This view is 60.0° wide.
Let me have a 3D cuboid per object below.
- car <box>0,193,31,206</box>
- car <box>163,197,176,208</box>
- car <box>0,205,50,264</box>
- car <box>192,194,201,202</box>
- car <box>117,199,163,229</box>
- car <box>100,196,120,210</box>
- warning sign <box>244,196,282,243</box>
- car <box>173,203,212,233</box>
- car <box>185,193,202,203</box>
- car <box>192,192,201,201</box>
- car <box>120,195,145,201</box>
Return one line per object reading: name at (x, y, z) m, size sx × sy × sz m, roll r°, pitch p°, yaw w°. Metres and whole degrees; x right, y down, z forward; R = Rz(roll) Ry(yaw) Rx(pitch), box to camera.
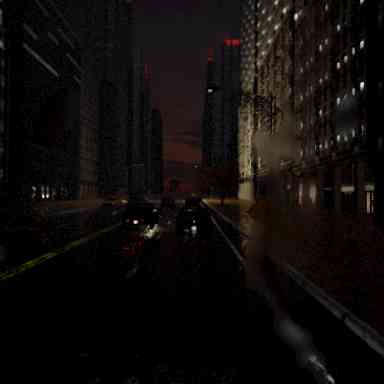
car at (-9.842, 1.094, 16.204) m, size 2.150 × 2.045 × 5.566 m, roll 0°, pitch 1°, yaw 0°
car at (-3.225, 1.386, 44.405) m, size 2.033 × 1.411 × 5.357 m, roll 0°, pitch 0°, yaw 0°
car at (-6.593, 1.416, 11.444) m, size 1.837 × 1.490 × 4.892 m, roll 0°, pitch 0°, yaw 0°
car at (1.000, 1.238, 73.734) m, size 1.801 × 1.575 × 5.366 m, roll 0°, pitch 0°, yaw 0°
car at (-3.140, 1.412, 20.968) m, size 1.837 × 1.490 × 4.892 m, roll 0°, pitch 0°, yaw 0°
car at (-9.803, 1.282, 40.776) m, size 1.882 × 1.535 × 5.008 m, roll 0°, pitch 0°, yaw 0°
warning sign at (2.846, 1.085, 13.552) m, size 1.300 × 1.860 × 1.060 m, roll -1°, pitch -1°, yaw 0°
car at (0.110, 1.535, 19.156) m, size 1.895 × 1.301 × 4.718 m, roll 0°, pitch 0°, yaw 0°
car at (0.031, 1.337, 44.627) m, size 1.882 × 1.535 × 5.008 m, roll 0°, pitch 0°, yaw 0°
car at (1.003, 0.991, 79.575) m, size 2.150 × 2.045 × 5.566 m, roll 0°, pitch 0°, yaw 0°
car at (-6.560, 1.183, 38.969) m, size 2.097 × 1.767 × 4.553 m, roll 0°, pitch 0°, yaw 0°
